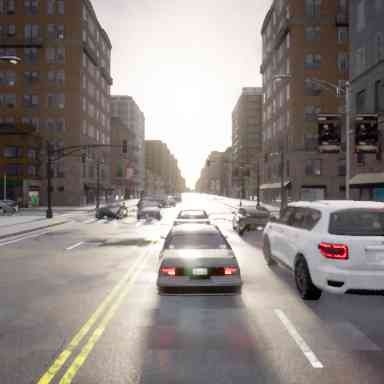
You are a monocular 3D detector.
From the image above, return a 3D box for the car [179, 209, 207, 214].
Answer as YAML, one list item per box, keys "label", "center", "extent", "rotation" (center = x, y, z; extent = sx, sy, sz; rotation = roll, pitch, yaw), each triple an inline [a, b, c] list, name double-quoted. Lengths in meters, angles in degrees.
- label: "car"
  center: [0.072, 1.600, 18.435]
  extent: [1.895, 1.301, 4.718]
  rotation: [0, 0, 2]

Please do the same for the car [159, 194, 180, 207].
- label: "car"
  center: [-3.386, 1.484, 50.446]
  extent: [2.128, 1.511, 4.902]
  rotation: [0, 0, 0]

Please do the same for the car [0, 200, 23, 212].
- label: "car"
  center: [-22.152, 1.577, 38.303]
  extent: [4.313, 1.339, 1.947]
  rotation: [0, 0, 0]

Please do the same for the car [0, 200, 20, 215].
- label: "car"
  center: [-19.735, 1.482, 32.805]
  extent: [4.902, 1.511, 2.128]
  rotation: [0, 0, 0]

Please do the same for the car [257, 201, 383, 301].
- label: "car"
  center: [3.342, 1.221, 8.427]
  extent: [2.150, 2.045, 5.566]
  rotation: [0, 0, 0]

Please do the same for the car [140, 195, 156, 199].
- label: "car"
  center: [-6.633, 1.499, 47.410]
  extent: [1.837, 1.490, 4.892]
  rotation: [0, 0, 0]

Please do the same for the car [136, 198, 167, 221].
- label: "car"
  center: [-3.367, 1.521, 27.386]
  extent: [1.812, 1.442, 4.674]
  rotation: [0, 0, 0]

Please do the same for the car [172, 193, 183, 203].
- label: "car"
  center: [-3.301, 1.207, 69.433]
  extent: [2.150, 2.045, 5.566]
  rotation: [0, 0, 0]

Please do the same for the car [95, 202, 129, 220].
- label: "car"
  center: [-6.619, 1.538, 28.123]
  extent: [2.033, 1.411, 5.357]
  rotation: [0, 0, 0]

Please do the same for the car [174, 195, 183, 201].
- label: "car"
  center: [-3.310, 1.409, 80.996]
  extent: [1.882, 1.535, 5.008]
  rotation: [0, 0, 0]

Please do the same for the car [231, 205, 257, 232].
- label: "car"
  center: [3.338, 1.504, 18.464]
  extent: [1.837, 1.490, 4.892]
  rotation: [0, 0, 1]

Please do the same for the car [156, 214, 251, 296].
- label: "car"
  center: [0.082, 1.547, 8.786]
  extent: [2.033, 1.411, 5.357]
  rotation: [0, 0, -2]

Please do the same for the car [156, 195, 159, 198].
- label: "car"
  center: [-6.602, 1.339, 62.954]
  extent: [2.097, 1.767, 4.553]
  rotation: [0, 0, 0]

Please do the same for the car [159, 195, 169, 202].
- label: "car"
  center: [-6.558, 1.480, 77.887]
  extent: [1.837, 1.490, 4.892]
  rotation: [0, 0, 0]
